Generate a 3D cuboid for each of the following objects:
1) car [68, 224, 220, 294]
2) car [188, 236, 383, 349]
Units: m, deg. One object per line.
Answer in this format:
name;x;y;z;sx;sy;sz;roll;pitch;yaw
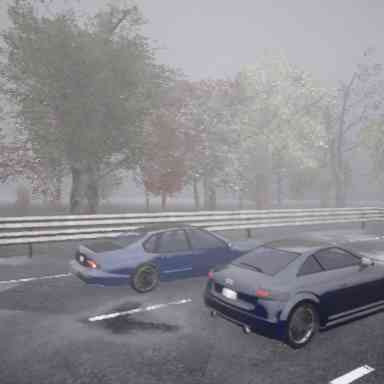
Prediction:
car;-0.373;1.568;8.830;5.357;1.411;2.033;1;0;-33
car;2.279;1.602;6.357;4.181;1.385;1.994;1;0;-33
